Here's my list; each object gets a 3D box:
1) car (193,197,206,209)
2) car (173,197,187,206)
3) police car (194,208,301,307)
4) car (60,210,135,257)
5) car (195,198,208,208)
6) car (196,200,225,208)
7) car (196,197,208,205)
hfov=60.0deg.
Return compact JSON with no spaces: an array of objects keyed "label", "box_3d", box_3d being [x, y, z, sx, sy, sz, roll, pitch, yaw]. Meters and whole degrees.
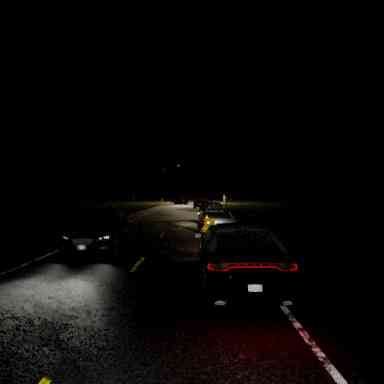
[{"label":"car","box_3d":[1.215,1.450,45.781,1.882,1.535,5.008,0,0,3]},{"label":"car","box_3d":[-1.896,1.527,54.685,1.994,1.385,4.181,0,0,4]},{"label":"police car","box_3d":[1.097,1.425,8.220,1.930,1.638,5.238,0,0,1]},{"label":"car","box_3d":[-3.473,1.491,13.002,2.128,1.511,4.902,0,0,1]},{"label":"car","box_3d":[1.397,1.471,24.060,1.882,1.535,5.008,0,0,2]},{"label":"car","box_3d":[1.257,1.452,18.270,1.801,1.575,5.366,0,0,1]},{"label":"car","box_3d":[1.856,1.557,57.877,1.895,1.301,4.718,0,0,4]}]
